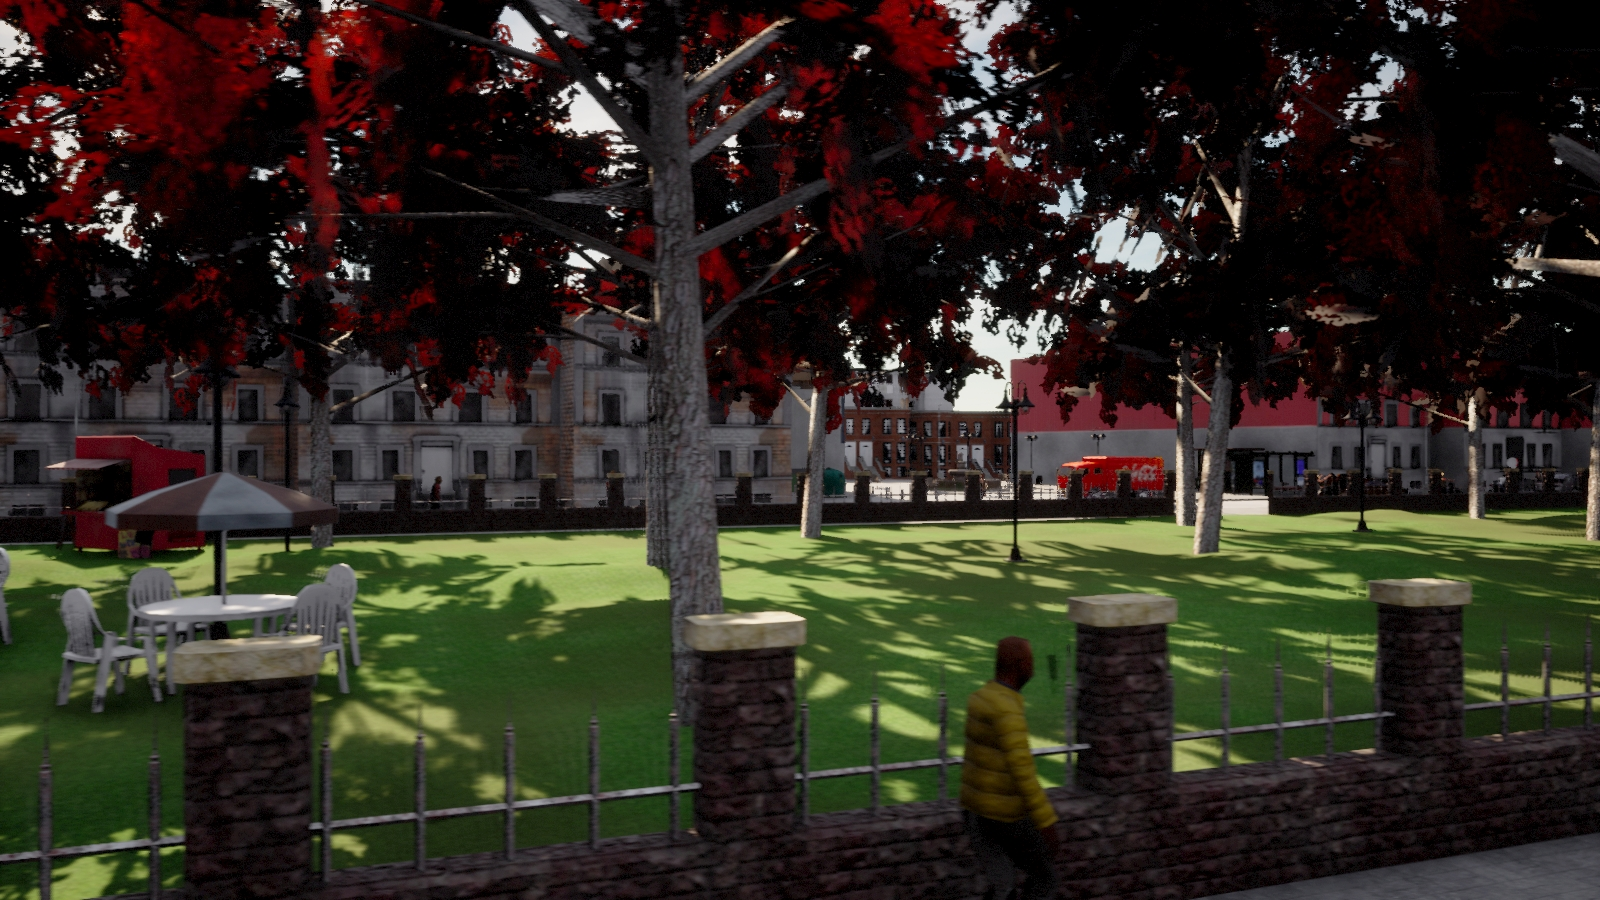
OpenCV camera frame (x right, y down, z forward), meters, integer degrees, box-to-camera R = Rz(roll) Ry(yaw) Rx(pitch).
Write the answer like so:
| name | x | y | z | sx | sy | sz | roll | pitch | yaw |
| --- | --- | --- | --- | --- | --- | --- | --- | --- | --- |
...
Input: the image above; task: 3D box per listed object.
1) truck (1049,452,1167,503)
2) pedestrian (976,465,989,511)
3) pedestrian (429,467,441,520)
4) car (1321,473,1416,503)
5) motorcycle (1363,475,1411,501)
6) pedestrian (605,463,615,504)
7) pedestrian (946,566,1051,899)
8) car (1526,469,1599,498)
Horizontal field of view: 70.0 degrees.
| name | x | y | z | sx | sy | sz | roll | pitch | yaw |
| --- | --- | --- | --- | --- | --- | --- | --- | --- | --- |
| truck | 15.522 | 1.348 | 57.684 | 5.204 | 2.467 | 2.627 | 0 | 0 | -20 |
| pedestrian | 7.380 | 1.523 | 46.171 | 0.375 | 1.860 | 0.375 | 0 | 0 | -17 |
| pedestrian | -12.841 | 1.525 | 40.214 | 0.375 | 1.860 | 0.375 | 0 | 0 | -16 |
| car | 29.056 | 1.911 | 58.363 | 4.181 | 1.385 | 1.994 | -1 | 0 | -20 |
| motorcycle | 30.210 | 1.950 | 58.786 | 2.356 | 1.277 | 0.764 | 0 | 0 | -20 |
| pedestrian | -8.743 | 1.525 | 52.559 | 0.375 | 1.860 | 0.375 | 0 | 0 | -20 |
| pedestrian | 0.976 | 1.525 | 5.639 | 0.375 | 1.860 | 0.375 | 0 | 0 | -20 |
| car | 43.058 | 1.827 | 63.439 | 4.902 | 1.511 | 2.128 | 0 | 0 | -20 |
